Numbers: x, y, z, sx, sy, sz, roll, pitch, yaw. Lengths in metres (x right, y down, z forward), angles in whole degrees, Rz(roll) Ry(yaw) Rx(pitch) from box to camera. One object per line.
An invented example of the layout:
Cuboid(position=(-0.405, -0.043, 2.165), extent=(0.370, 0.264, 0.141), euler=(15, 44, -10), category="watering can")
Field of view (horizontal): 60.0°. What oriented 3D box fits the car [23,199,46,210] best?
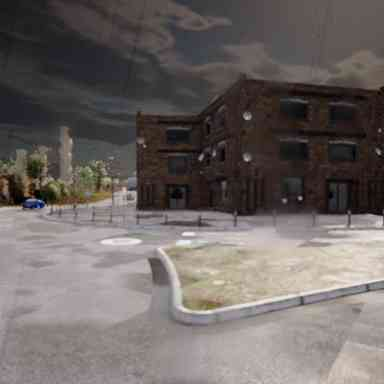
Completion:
Cuboid(position=(-22.071, 1.710, 46.727), extent=(1.882, 1.535, 5.008), euler=(0, -2, -7), category="car")
